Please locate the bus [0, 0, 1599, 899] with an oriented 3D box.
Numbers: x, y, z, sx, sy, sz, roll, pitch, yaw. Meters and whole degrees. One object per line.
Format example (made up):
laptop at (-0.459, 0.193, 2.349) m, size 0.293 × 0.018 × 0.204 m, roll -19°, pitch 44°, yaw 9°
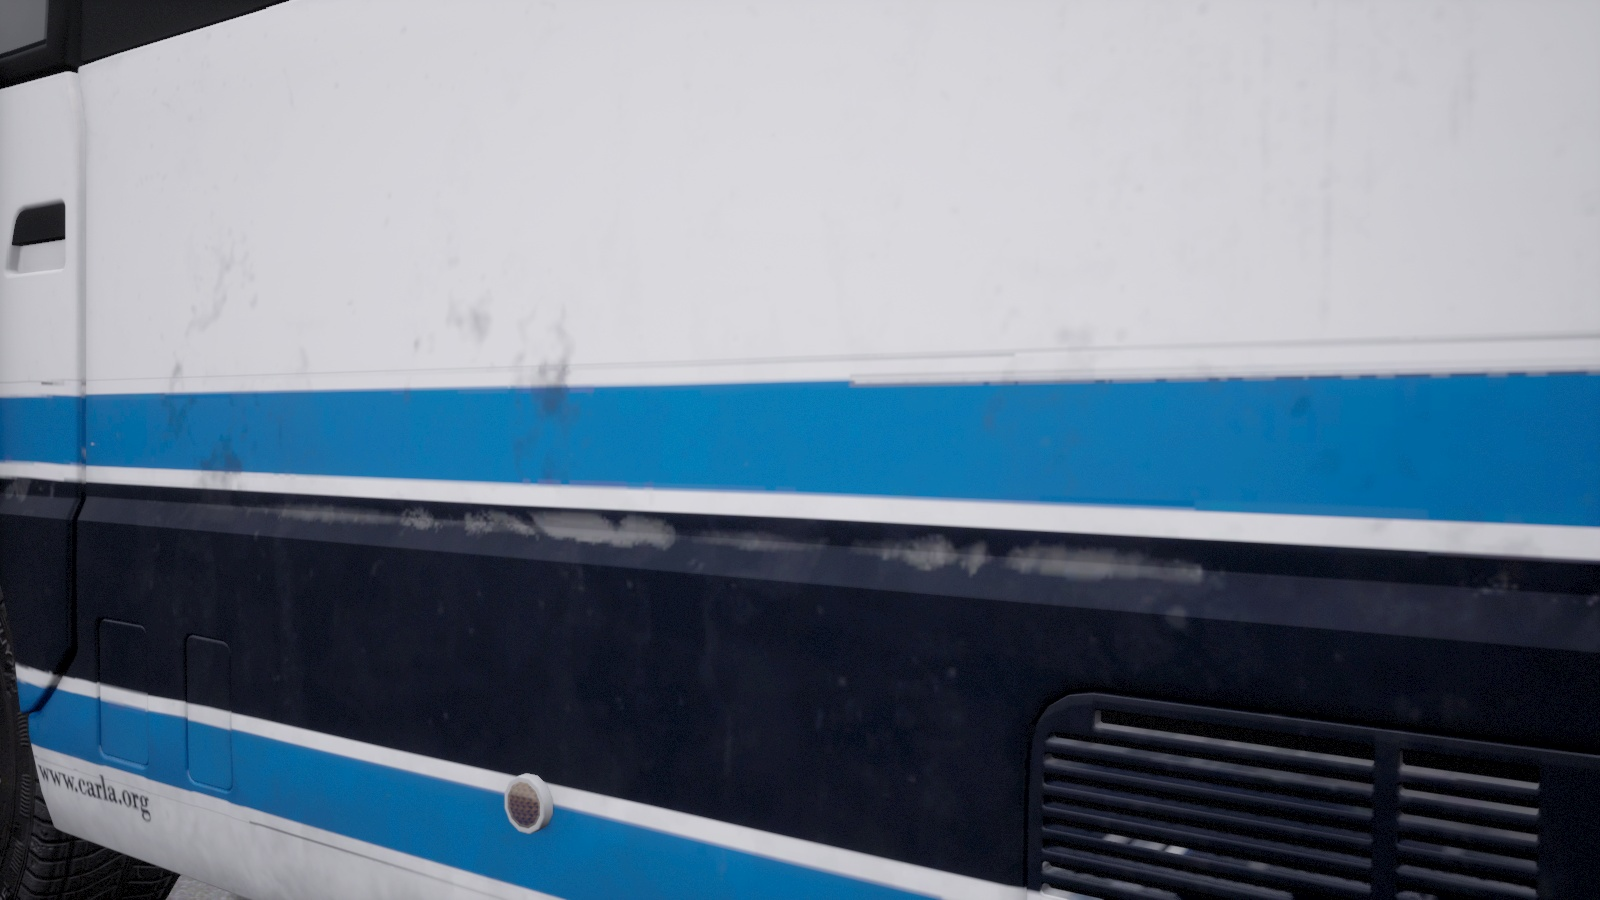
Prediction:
bus at (1.057, -0.694, 2.894) m, size 10.273 × 4.253 × 3.944 m, roll 0°, pitch 1°, yaw 34°
